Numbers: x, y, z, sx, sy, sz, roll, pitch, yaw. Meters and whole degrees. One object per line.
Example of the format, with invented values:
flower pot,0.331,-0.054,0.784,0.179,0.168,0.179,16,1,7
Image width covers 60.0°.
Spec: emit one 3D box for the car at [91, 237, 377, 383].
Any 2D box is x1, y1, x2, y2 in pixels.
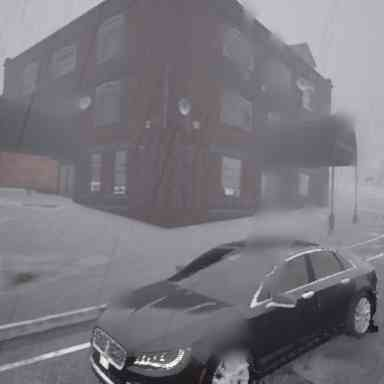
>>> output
car,0.992,1.518,4.973,4.892,1.490,1.837,0,0,-38
